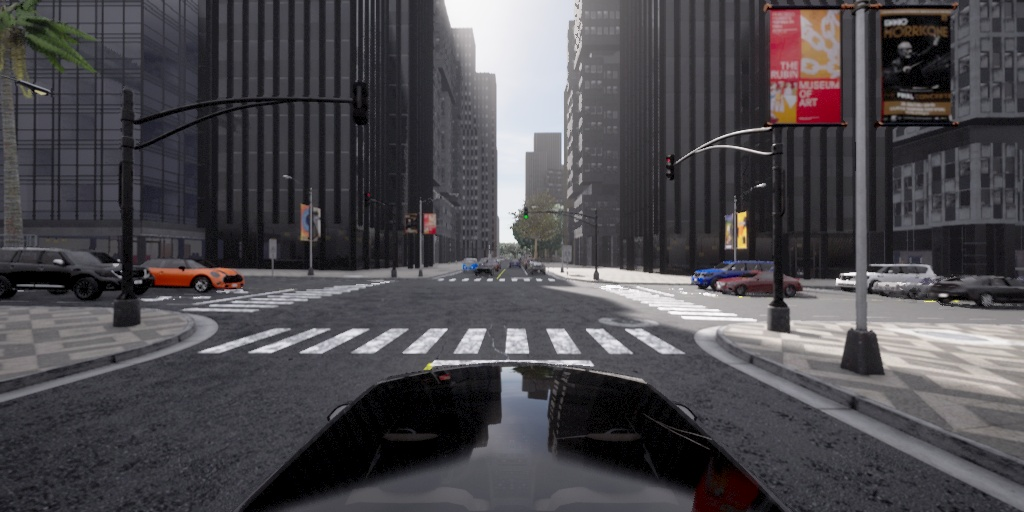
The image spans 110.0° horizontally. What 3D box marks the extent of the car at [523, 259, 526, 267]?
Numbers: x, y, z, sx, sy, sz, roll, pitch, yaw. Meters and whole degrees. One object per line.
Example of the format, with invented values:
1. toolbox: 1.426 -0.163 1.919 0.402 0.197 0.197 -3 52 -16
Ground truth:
1. car: 3.073 1.453 52.720 2.007 1.370 4.403 0 0 1

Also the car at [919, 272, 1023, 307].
1. car: 24.249 1.775 18.147 4.892 1.490 1.837 1 0 0

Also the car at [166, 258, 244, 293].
1. car: -16.415 0.881 18.322 4.553 1.767 2.097 1 0 -1

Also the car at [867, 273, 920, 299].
1. car: 24.815 1.896 21.594 4.718 1.301 1.895 1 0 0

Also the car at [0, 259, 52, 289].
1. car: -27.036 0.867 18.321 4.674 1.442 1.812 1 0 0

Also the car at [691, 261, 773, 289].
1. car: 15.519 1.357 24.874 5.566 2.045 2.150 1 0 0

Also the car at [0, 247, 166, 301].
1. car: -18.500 0.698 15.024 5.566 2.045 2.150 1 0 -2

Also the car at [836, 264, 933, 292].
1. car: 25.876 1.552 24.840 5.566 2.045 2.150 1 0 0

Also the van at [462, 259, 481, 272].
1. van: -5.504 1.226 47.285 1.690 1.789 3.998 0 0 1

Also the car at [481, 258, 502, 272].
1. car: -2.812 1.243 49.193 2.097 1.767 4.553 0 0 1

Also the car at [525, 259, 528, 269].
1. car: 3.022 1.410 47.377 1.751 1.417 4.829 0 0 1

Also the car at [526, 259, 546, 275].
1. car: 2.969 1.418 41.694 2.007 1.370 4.403 0 0 1

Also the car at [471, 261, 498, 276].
1. car: -2.913 1.460 38.909 1.895 1.301 4.718 0 0 1

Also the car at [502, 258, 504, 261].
1. car: -2.710 1.428 59.441 1.837 1.490 4.892 0 0 1

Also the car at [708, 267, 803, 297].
1. car: 14.834 1.634 21.631 4.674 1.442 1.812 1 0 0

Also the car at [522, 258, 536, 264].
1. car: 3.125 1.234 58.232 2.192 1.841 5.009 0 0 1
